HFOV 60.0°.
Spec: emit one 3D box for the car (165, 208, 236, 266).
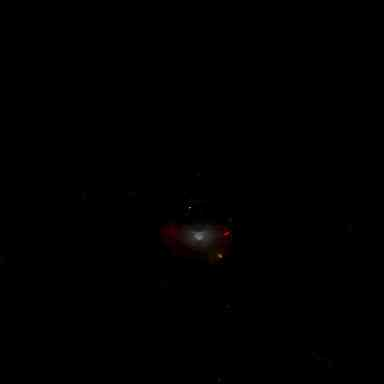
[{"bbox_3d":[0.395,1.334,11.685,2.097,1.767,4.553,0,0,5],"label":"car"}]
